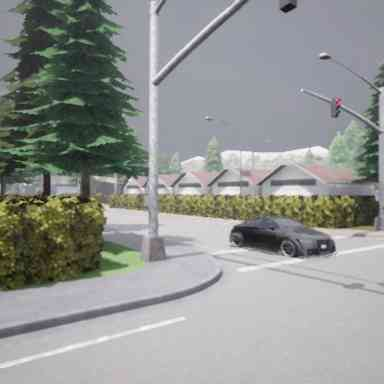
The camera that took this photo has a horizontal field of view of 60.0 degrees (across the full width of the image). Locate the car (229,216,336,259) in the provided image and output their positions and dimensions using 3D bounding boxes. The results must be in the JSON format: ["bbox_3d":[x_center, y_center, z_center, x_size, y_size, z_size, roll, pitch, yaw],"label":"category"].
[{"bbox_3d":[3.375,1.668,13.078,1.994,1.385,4.181,0,0,-36],"label":"car"}]
